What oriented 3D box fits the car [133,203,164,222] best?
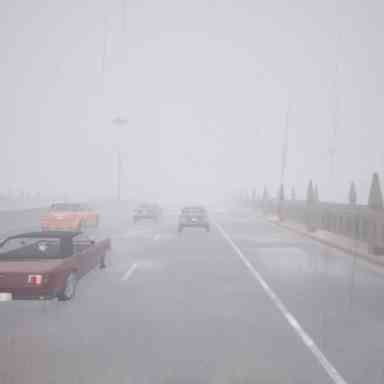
[{"bbox_3d":[-3.361,1.549,26.255,2.033,1.411,5.357,0,0,1],"label":"car"}]

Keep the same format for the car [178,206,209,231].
[{"bbox_3d":[0.109,1.548,20.664,2.033,1.411,5.357,0,0,0],"label":"car"}]

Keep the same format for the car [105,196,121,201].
[{"bbox_3d":[-13.267,1.506,56.063,1.837,1.490,4.892,0,0,2],"label":"car"}]

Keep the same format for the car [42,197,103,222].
[{"bbox_3d":[-6.891,1.353,19.477,2.097,1.767,4.553,0,0,0],"label":"car"}]

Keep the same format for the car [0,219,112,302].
[{"bbox_3d":[-3.397,1.601,8.224,1.895,1.301,4.718,0,0,0],"label":"car"}]

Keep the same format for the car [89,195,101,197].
[{"bbox_3d":[-16.740,1.354,56.833,2.097,1.767,4.553,0,0,2],"label":"car"}]

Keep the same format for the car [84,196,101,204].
[{"bbox_3d":[-19.904,1.503,67.032,1.837,1.490,4.892,0,0,2],"label":"car"}]
